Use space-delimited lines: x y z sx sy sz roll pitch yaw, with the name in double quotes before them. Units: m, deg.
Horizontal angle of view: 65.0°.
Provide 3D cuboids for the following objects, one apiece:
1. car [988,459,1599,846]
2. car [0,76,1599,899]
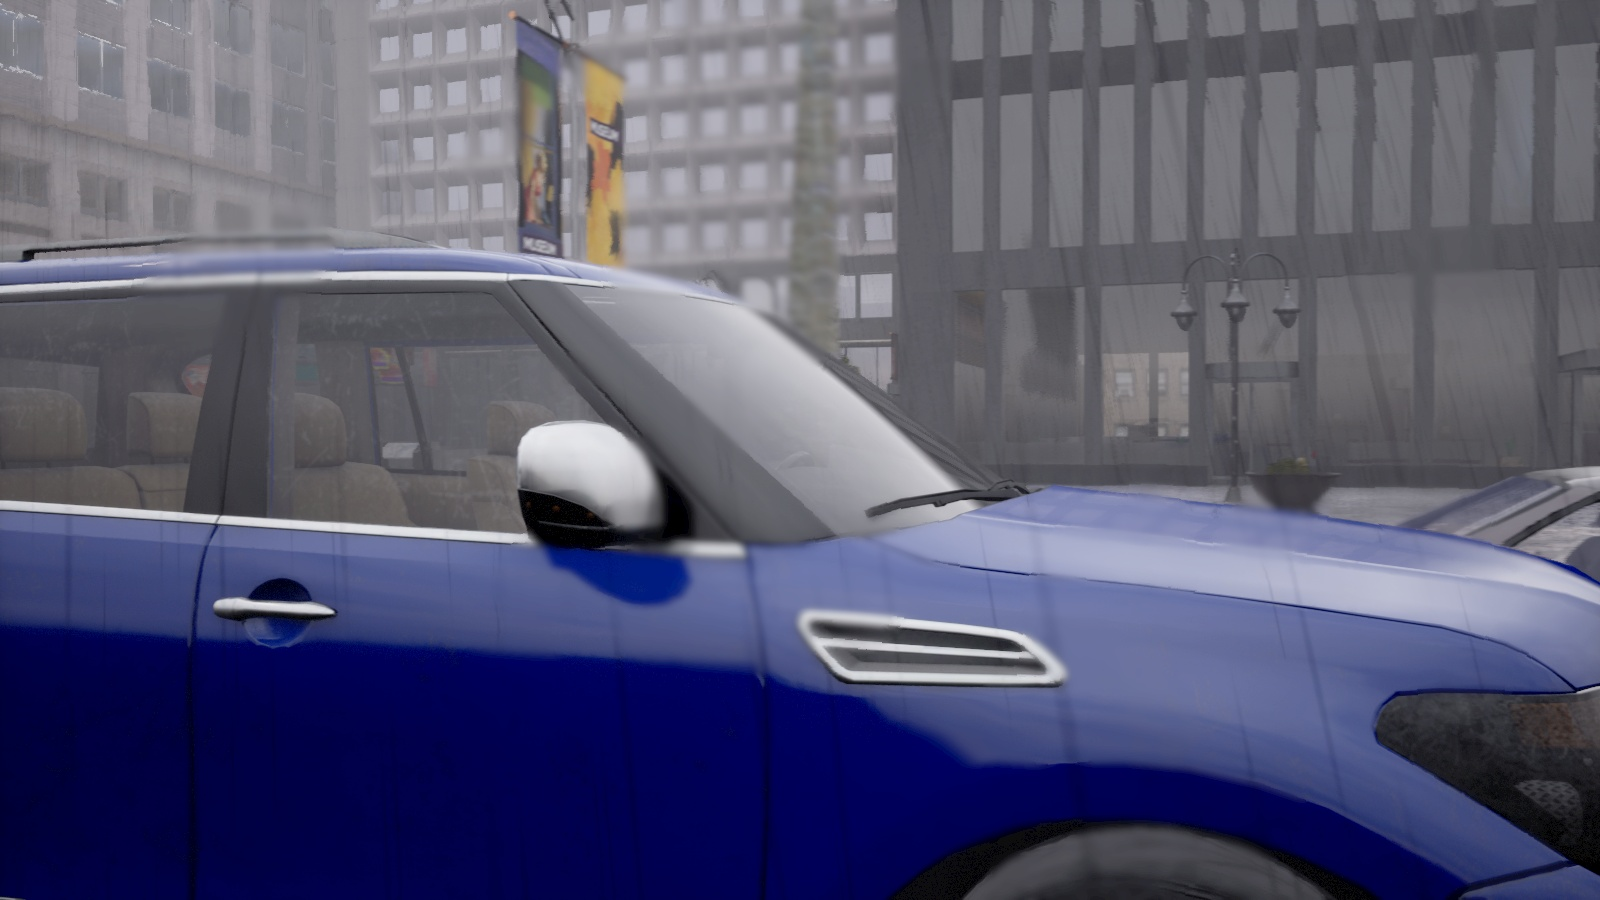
"car" 3.696 0.798 5.643 5.357 1.411 2.033 1 1 19
"car" -0.816 0.487 3.464 5.566 2.045 2.150 1 1 19
